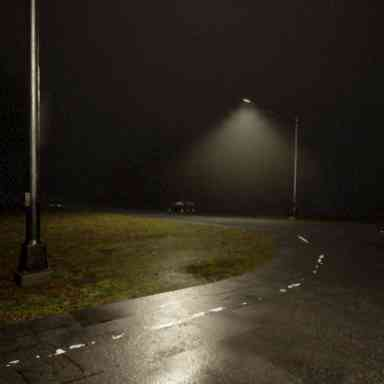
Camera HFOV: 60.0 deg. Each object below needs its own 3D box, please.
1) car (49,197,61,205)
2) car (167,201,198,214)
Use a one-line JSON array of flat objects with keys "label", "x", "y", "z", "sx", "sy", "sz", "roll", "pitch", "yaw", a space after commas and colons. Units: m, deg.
[{"label": "car", "x": -30.996, "y": 2.033, "z": 75.357, "sx": 2.097, "sy": 1.767, "sz": 4.553, "roll": 3, "pitch": -3, "yaw": -27}, {"label": "car", "x": -1.222, "y": 1.900, "z": 40.359, "sx": 2.128, "sy": 1.511, "sz": 4.902, "roll": 4, "pitch": -3, "yaw": -35}]
